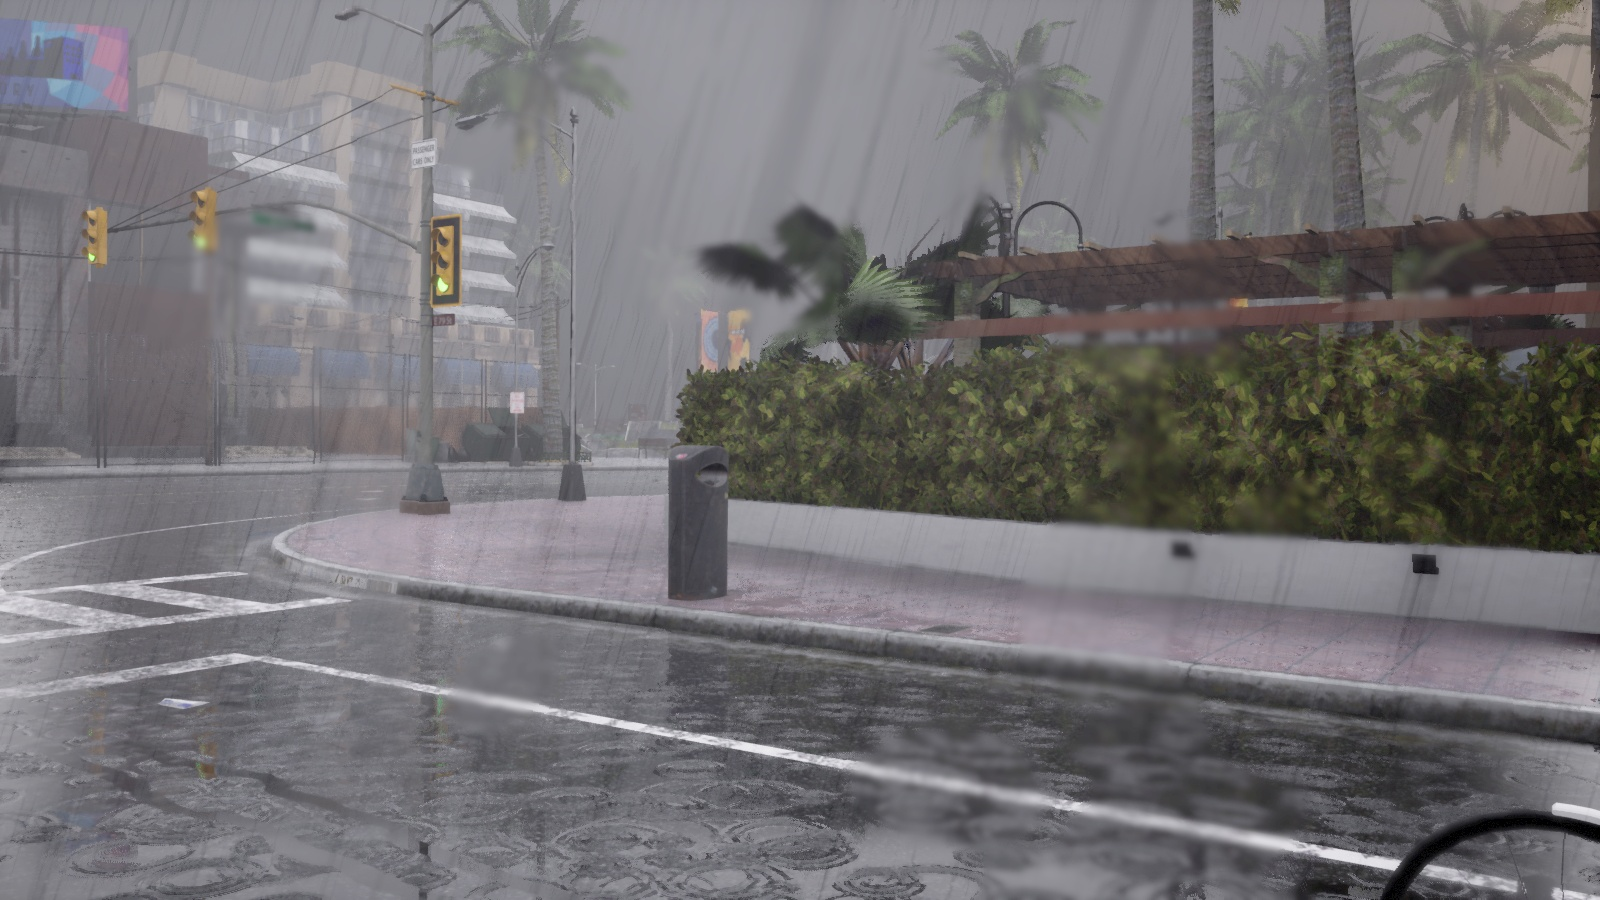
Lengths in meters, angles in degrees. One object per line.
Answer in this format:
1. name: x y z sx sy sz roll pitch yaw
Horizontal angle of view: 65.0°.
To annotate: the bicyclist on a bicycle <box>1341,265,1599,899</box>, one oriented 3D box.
1. bicyclist on a bicycle: 2.029 0.553 2.267 1.843 1.776 0.659 0 1 34
